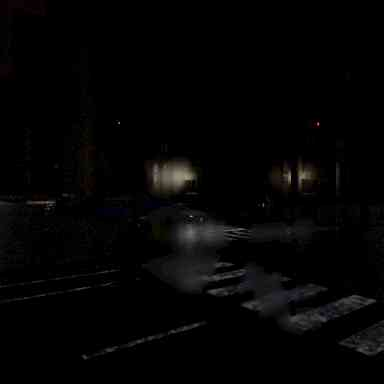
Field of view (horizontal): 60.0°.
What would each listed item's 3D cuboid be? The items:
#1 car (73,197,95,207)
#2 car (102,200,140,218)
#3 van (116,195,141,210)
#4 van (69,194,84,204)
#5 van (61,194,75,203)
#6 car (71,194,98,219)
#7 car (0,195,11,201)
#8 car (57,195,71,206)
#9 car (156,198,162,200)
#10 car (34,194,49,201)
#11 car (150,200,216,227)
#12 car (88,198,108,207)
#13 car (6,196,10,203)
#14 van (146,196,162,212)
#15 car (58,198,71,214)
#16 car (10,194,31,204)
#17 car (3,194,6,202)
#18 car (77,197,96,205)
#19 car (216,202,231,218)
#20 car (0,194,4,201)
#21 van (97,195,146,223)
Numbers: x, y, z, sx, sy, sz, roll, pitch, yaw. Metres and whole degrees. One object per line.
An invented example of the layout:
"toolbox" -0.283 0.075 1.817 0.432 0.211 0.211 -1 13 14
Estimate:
"car" -16.375 1.506 50.159 1.812 1.442 4.674 0 0 -35
"car" -6.727 1.503 31.288 1.812 1.442 4.674 0 0 -35
"van" -8.308 1.331 43.560 1.690 1.788 3.998 0 0 -36
"van" -21.537 1.330 62.019 1.690 1.788 3.998 0 0 -36
"van" -24.845 1.330 66.634 1.690 1.788 3.998 0 0 -36
"car" -8.621 1.285 29.363 2.192 1.841 5.009 0 0 -36
"car" -44.902 1.490 79.985 1.752 1.417 4.829 0 0 -36
"car" -17.321 1.518 46.134 2.033 1.411 5.357 0 0 -35
"car" -1.694 1.577 34.330 1.802 1.307 4.206 0 0 -36
"car" -38.073 1.305 85.093 2.192 1.841 5.009 0 0 -36
"car" -0.746 1.510 22.958 1.812 1.442 4.674 0 0 -36
"car" -14.923 1.570 52.788 1.802 1.307 4.206 0 0 -36
"car" -35.080 1.404 66.280 1.967 1.590 4.097 0 0 -36
"van" -5.001 1.333 38.945 1.690 1.788 3.998 0 0 -36
"car" -11.930 1.548 33.977 1.802 1.307 4.206 0 0 -36
"car" -31.773 1.514 61.665 2.008 1.369 4.403 0 0 -36
"car" -38.288 1.489 70.756 1.752 1.417 4.829 0 0 -36
"car" -18.230 1.571 57.403 1.802 1.307 4.206 0 0 -36
"car" 1.613 1.550 29.715 2.008 1.369 4.403 0 0 -36
"car" -41.694 1.530 75.510 1.947 1.339 4.313 0 0 -36
"van" -5.315 1.315 24.748 1.690 1.788 3.998 0 0 -36
